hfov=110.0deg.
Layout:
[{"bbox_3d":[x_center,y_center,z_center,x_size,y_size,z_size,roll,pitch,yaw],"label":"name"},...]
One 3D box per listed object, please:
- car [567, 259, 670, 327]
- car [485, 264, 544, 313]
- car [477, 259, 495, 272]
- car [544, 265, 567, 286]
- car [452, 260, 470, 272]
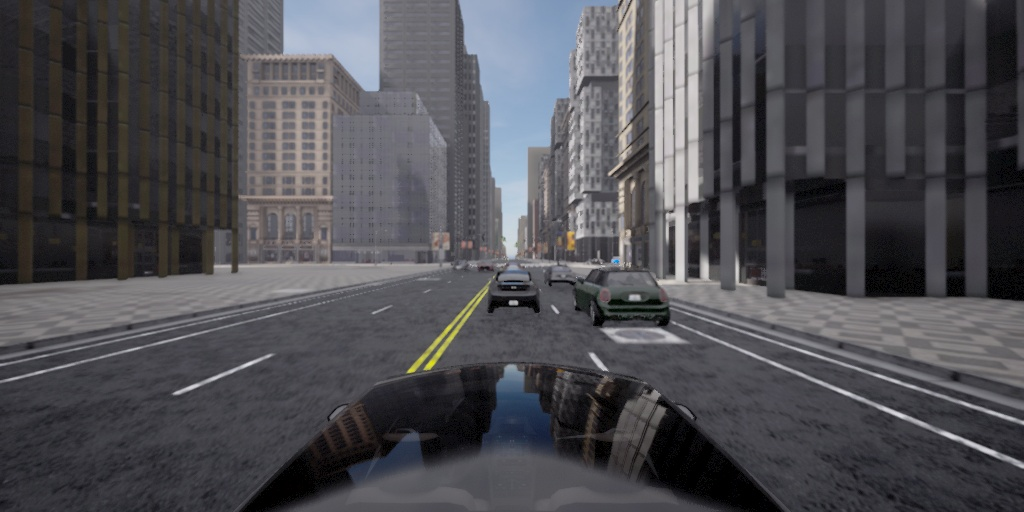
[{"bbox_3d":[3.305,1.118,11.746,2.097,1.767,4.553,0,0,0],"label":"car"},{"bbox_3d":[0.071,1.273,14.192,1.837,1.490,4.892,0,0,0],"label":"car"},{"bbox_3d":[-3.342,1.159,46.860,2.097,1.767,4.553,0,0,0],"label":"car"},{"bbox_3d":[3.293,1.329,25.364,2.033,1.411,5.357,0,0,0],"label":"car"},{"bbox_3d":[-6.593,1.301,46.798,2.128,1.511,4.902,0,0,0],"label":"car"}]
